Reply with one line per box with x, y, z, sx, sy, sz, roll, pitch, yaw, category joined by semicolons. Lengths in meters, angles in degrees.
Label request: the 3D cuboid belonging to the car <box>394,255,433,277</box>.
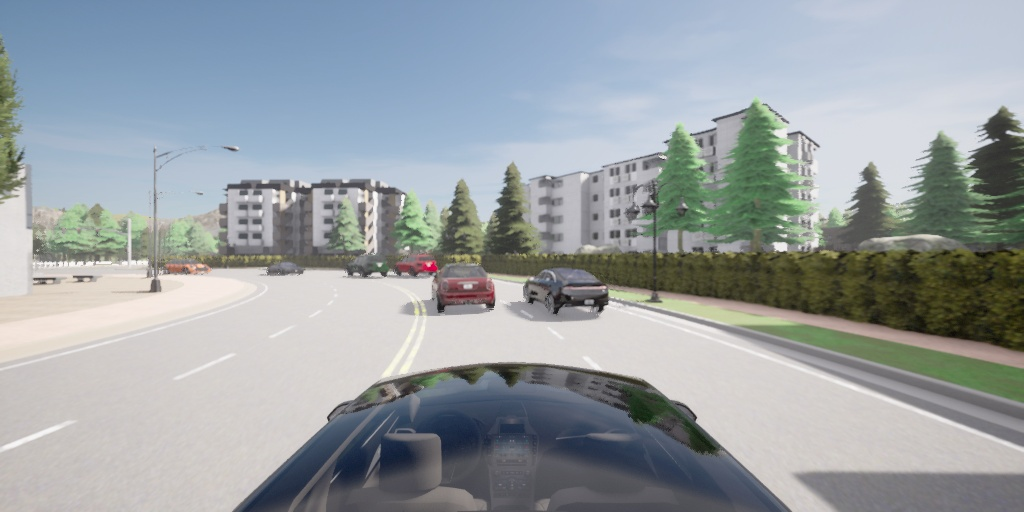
-9.285;0.928;34.387;2.150;2.045;5.566;0;0;-41;car

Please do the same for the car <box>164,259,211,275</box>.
-34.800;1.128;38.481;4.553;1.767;2.097;0;0;17;car

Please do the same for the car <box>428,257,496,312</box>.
-2.110;1.080;14.506;2.097;1.767;4.553;0;0;-16;car

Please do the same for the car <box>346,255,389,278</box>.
-13.770;0.942;34.060;2.150;2.045;5.566;0;0;-45;car

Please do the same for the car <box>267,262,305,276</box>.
-23.238;1.308;36.865;4.181;1.385;1.994;0;0;32;car

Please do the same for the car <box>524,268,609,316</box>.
1.823;1.210;13.457;2.128;1.511;4.902;0;0;-14;car
